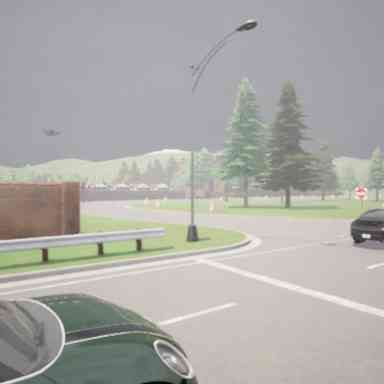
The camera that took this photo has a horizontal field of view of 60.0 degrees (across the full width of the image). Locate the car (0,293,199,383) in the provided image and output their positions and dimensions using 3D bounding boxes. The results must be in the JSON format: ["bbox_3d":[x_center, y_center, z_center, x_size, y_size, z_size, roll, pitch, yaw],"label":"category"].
[{"bbox_3d":[-2.124,1.355,2.230,4.553,1.767,2.097,0,0,-35],"label":"car"}]

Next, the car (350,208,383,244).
[{"bbox_3d":[8.709,1.442,14.257,4.892,1.490,1.837,0,0,-35],"label":"car"}]
